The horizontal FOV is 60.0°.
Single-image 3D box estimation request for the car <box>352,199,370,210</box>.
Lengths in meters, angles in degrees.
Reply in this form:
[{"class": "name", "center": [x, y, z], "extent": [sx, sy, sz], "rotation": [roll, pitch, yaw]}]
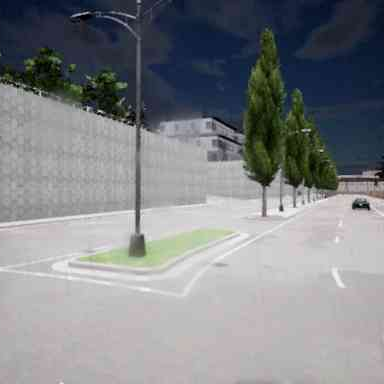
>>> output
[{"class": "car", "center": [21.332, 1.516, 42.091], "extent": [1.994, 1.385, 4.181], "rotation": [1, 0, 25]}]
